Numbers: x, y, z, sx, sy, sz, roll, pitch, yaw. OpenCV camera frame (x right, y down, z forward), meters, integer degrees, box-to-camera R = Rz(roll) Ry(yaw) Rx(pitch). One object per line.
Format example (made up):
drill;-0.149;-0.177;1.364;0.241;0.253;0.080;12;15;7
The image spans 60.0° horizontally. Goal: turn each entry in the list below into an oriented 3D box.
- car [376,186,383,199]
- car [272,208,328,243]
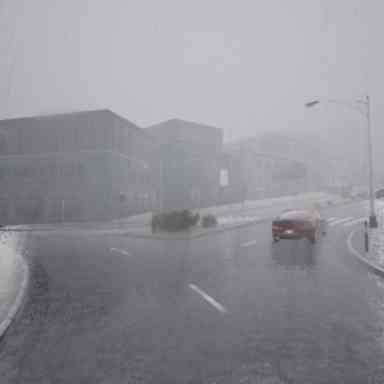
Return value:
car;23.021;-0.044;38.823;4.674;1.442;1.812;-5;1;-42
car;5.511;1.558;16.714;1.882;1.535;5.008;-3;-1;30
